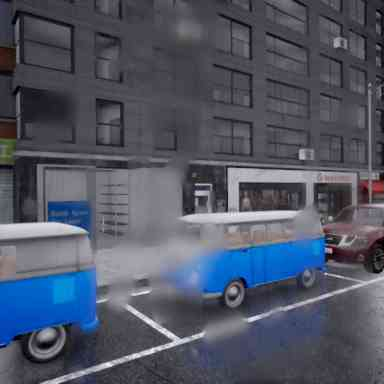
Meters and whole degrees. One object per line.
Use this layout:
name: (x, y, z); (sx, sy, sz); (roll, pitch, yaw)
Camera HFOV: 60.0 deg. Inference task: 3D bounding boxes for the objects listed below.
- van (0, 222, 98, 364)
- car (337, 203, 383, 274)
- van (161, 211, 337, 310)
van: (-3.247, 1.341, 4.228); (3.998, 1.788, 1.690); (0, -1, -36)
car: (5.830, 1.311, 10.740); (5.009, 1.841, 2.192); (0, -1, -36)
van: (1.292, 1.340, 7.484); (3.998, 1.788, 1.690); (0, -1, -36)
